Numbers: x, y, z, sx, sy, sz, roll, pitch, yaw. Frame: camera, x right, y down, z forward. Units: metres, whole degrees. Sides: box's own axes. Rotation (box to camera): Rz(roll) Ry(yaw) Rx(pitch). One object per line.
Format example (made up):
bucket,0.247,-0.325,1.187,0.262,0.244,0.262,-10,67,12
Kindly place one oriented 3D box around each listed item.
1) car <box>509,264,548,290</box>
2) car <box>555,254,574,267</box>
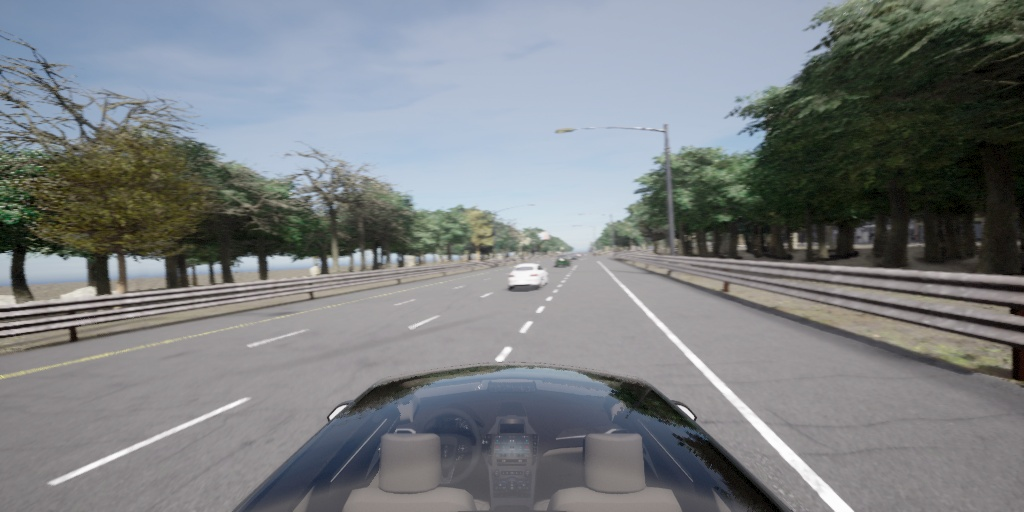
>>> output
car,1.017,1.177,21.432,1.812,1.442,4.674,-3,0,12
car,7.322,0.592,51.086,2.097,1.767,4.553,-3,0,12
